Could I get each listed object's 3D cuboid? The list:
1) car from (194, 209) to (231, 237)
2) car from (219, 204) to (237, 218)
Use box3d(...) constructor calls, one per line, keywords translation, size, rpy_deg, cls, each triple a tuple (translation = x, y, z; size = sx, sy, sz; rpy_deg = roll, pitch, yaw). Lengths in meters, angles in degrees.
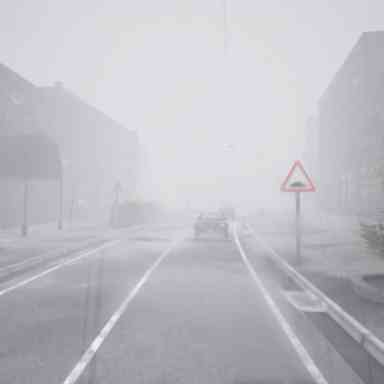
box3d(translation=(1.264, 1.891, 20.167), size=(1.895, 1.301, 4.718), rpy_deg=(0, -2, 6), cls="car")
box3d(translation=(4.069, 2.174, 38.403), size=(1.882, 1.535, 5.008), rpy_deg=(-1, -1, 11), cls="car")
